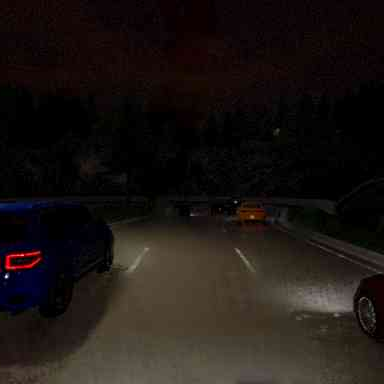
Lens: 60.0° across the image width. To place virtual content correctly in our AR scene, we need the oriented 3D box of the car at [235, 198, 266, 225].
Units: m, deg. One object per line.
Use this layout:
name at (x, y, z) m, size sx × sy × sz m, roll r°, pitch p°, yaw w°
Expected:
car at (4.348, 1.478, 24.198) m, size 1.882 × 1.535 × 5.008 m, roll 0°, pitch 0°, yaw 9°

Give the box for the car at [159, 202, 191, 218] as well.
car at (-1.446, 1.564, 29.795) m, size 1.994 × 1.385 × 4.181 m, roll 0°, pitch 0°, yaw 14°

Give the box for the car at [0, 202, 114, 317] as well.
car at (-3.398, 1.221, 7.604) m, size 2.150 × 2.045 × 5.566 m, roll 0°, pitch 0°, yaw 0°

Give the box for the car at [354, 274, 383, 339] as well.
car at (3.600, 1.526, 3.615) m, size 1.812 × 1.442 × 4.674 m, roll 0°, pitch 0°, yaw 0°

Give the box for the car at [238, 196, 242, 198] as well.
car at (5.969, 1.352, 44.063) m, size 2.097 × 1.767 × 4.553 m, roll 0°, pitch 0°, yaw 13°

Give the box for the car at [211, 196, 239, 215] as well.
car at (3.291, 1.478, 33.938) m, size 1.882 × 1.535 × 5.008 m, roll 0°, pitch 0°, yaw 16°
